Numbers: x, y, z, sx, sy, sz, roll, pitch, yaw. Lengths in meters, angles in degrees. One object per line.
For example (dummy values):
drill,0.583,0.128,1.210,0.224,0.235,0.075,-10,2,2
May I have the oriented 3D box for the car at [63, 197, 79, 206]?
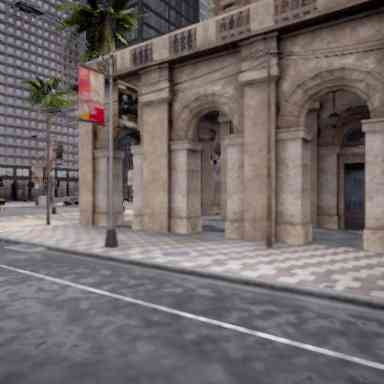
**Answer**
car,-18.817,1.534,54.679,2.161,1.482,4.786,0,0,35
